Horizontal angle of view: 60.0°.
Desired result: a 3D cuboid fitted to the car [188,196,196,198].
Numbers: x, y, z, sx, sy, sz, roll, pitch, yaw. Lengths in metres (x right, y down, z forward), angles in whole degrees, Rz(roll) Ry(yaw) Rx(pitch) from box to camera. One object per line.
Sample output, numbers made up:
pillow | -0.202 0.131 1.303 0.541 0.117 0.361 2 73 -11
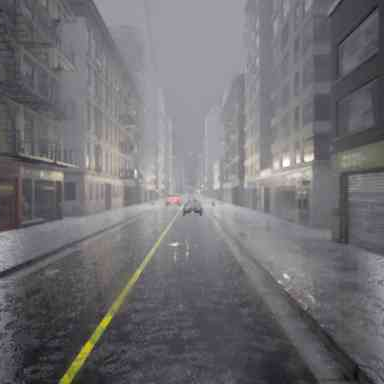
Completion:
car | 0.013 1.504 58.749 2.128 1.511 4.902 0 0 0

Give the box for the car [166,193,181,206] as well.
car | -3.036 1.229 54.210 2.150 2.045 5.566 0 0 1

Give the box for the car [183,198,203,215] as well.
car | 0.082 1.605 33.287 1.895 1.301 4.718 0 0 0
